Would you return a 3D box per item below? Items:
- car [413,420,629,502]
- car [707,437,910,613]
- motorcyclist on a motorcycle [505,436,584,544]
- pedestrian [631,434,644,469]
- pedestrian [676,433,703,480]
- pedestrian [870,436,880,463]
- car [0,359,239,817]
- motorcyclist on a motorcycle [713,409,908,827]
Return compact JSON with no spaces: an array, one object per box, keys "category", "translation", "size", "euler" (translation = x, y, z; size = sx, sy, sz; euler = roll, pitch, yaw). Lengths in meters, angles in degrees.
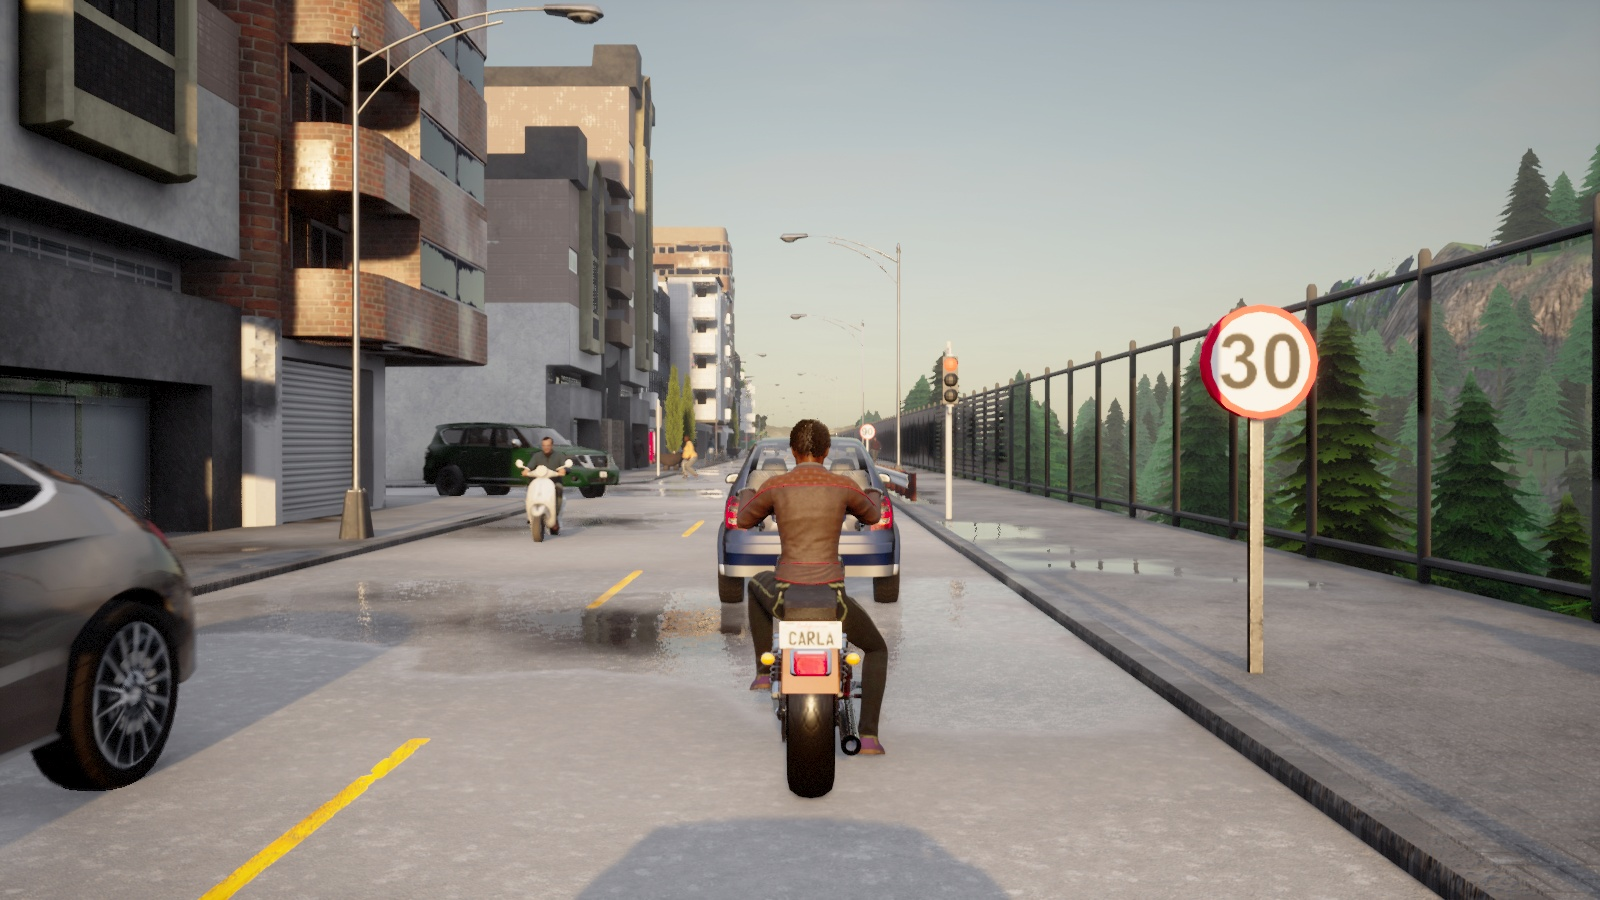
[{"category":"car","translation":[-7.504,0.265,33.678],"size":[5.566,2.045,2.150],"euler":[0,0,28]},{"category":"car","translation":[0.085,0.650,12.913],"size":[1.789,1.549,3.705],"euler":[0,0,0]},{"category":"motorcyclist on a motorcycle","translation":[-3.911,0.585,19.356],"size":[0.866,1.590,1.817],"euler":[0,0,0]},{"category":"pedestrian","translation":[-8.781,0.057,67.888],"size":[0.563,1.883,0.849],"euler":[0,0,0]},{"category":"pedestrian","translation":[-4.439,0.252,50.398],"size":[0.900,1.855,0.874],"euler":[0,0,-17]},{"category":"pedestrian","translation":[5.088,-0.032,85.119],"size":[0.634,1.844,0.899],"euler":[0,0,2]},{"category":"car","translation":[-3.962,0.499,3.918],"size":[2.152,1.651,5.027],"euler":[0,0,0]},{"category":"motorcyclist on a motorcycle","translation":[0.048,0.661,6.134],"size":[0.766,1.649,2.350],"euler":[0,0,0]}]
